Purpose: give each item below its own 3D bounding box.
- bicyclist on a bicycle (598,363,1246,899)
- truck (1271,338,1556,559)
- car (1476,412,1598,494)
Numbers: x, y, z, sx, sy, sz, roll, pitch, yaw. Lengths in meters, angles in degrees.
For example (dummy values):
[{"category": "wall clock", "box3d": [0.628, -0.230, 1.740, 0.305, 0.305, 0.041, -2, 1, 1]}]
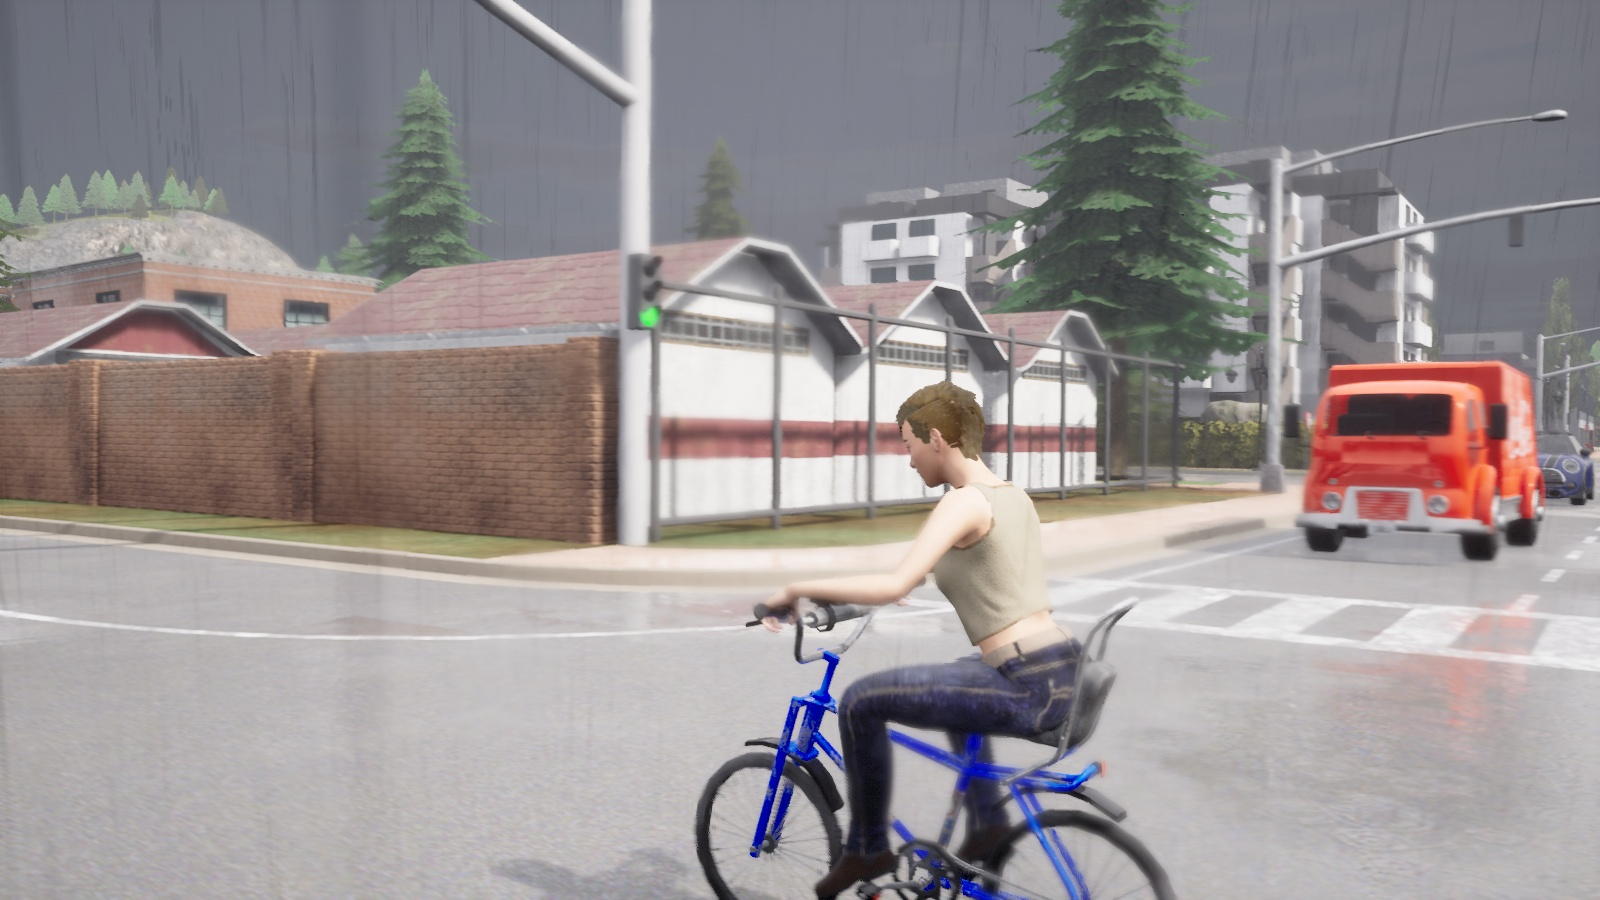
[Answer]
[{"category": "bicyclist on a bicycle", "box3d": [0.318, 0.618, 3.405, 1.509, 1.612, 0.866, 0, 1, 34]}, {"category": "truck", "box3d": [8.408, -0.062, 16.882, 2.627, 2.467, 5.204, 0, 1, 35]}, {"category": "car", "box3d": [17.435, 0.028, 29.597, 2.097, 1.767, 4.553, 0, 1, 35]}]
